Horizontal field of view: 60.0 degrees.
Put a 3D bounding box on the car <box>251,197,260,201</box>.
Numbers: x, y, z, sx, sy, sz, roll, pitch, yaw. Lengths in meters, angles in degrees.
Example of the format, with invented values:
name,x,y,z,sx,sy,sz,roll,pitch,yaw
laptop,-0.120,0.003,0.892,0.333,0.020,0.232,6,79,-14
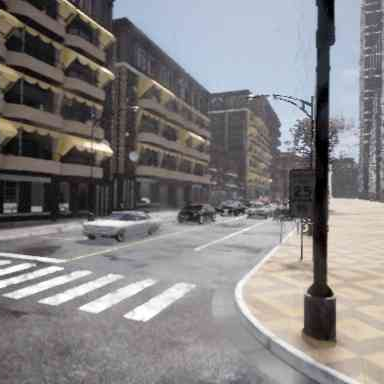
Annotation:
name,x,y,z,sx,sy,sz,roll,pitch,yaw
car,9.392,1.963,54.541,1.947,1.339,4.313,2,0,23

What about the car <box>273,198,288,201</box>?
name,x,y,z,sx,sy,sz,roll,pitch,yaw
car,14.339,2.006,51.411,2.033,1.411,5.357,1,0,23

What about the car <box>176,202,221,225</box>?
name,x,y,z,sx,sy,sz,roll,pitch,yaw
car,0.436,1.654,26.202,1.837,1.490,4.892,1,0,23

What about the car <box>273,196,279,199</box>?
name,x,y,z,sx,sy,sz,roll,pitch,yaw
car,20.065,1.982,80.263,2.192,1.841,5.009,2,0,23

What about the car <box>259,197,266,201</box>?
name,x,y,z,sx,sy,sz,roll,pitch,yaw
car,11.461,1.975,59.528,1.752,1.417,4.829,2,0,23

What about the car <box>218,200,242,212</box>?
name,x,y,z,sx,sy,sz,roll,pitch,yaw
car,5.126,1.842,44.252,2.008,1.369,4.403,2,0,23

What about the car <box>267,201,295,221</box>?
name,x,y,z,sx,sy,sz,roll,pitch,yaw
car,8.600,1.839,30.750,2.008,1.369,4.403,2,0,23

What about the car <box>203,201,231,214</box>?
name,x,y,z,sx,sy,sz,roll,pitch,yaw
car,2.993,1.804,39.107,1.947,1.339,4.313,2,0,23

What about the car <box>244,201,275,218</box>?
name,x,y,z,sx,sy,sz,roll,pitch,yaw
car,6.950,1.876,33.584,1.895,1.301,4.718,1,0,22

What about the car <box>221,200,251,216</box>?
name,x,y,z,sx,sy,sz,roll,pitch,yaw
car,4.389,1.737,35.705,2.128,1.511,4.902,1,0,23

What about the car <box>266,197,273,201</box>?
name,x,y,z,sx,sy,sz,roll,pitch,yaw
car,13.667,1.820,64.830,2.192,1.841,5.009,2,0,23

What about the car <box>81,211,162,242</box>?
name,x,y,z,sx,sy,sz,roll,pitch,yaw
car,-3.421,1.656,16.910,1.895,1.301,4.718,1,0,23

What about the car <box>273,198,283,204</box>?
name,x,y,z,sx,sy,sz,roll,pitch,yaw
car,22.191,2.266,85.409,1.887,1.381,4.507,2,0,23

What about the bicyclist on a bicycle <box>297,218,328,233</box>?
name,x,y,z,sx,sy,sz,roll,pitch,yaw
bicyclist on a bicycle,6.619,1.510,18.299,1.656,1.620,0.582,0,-1,23
